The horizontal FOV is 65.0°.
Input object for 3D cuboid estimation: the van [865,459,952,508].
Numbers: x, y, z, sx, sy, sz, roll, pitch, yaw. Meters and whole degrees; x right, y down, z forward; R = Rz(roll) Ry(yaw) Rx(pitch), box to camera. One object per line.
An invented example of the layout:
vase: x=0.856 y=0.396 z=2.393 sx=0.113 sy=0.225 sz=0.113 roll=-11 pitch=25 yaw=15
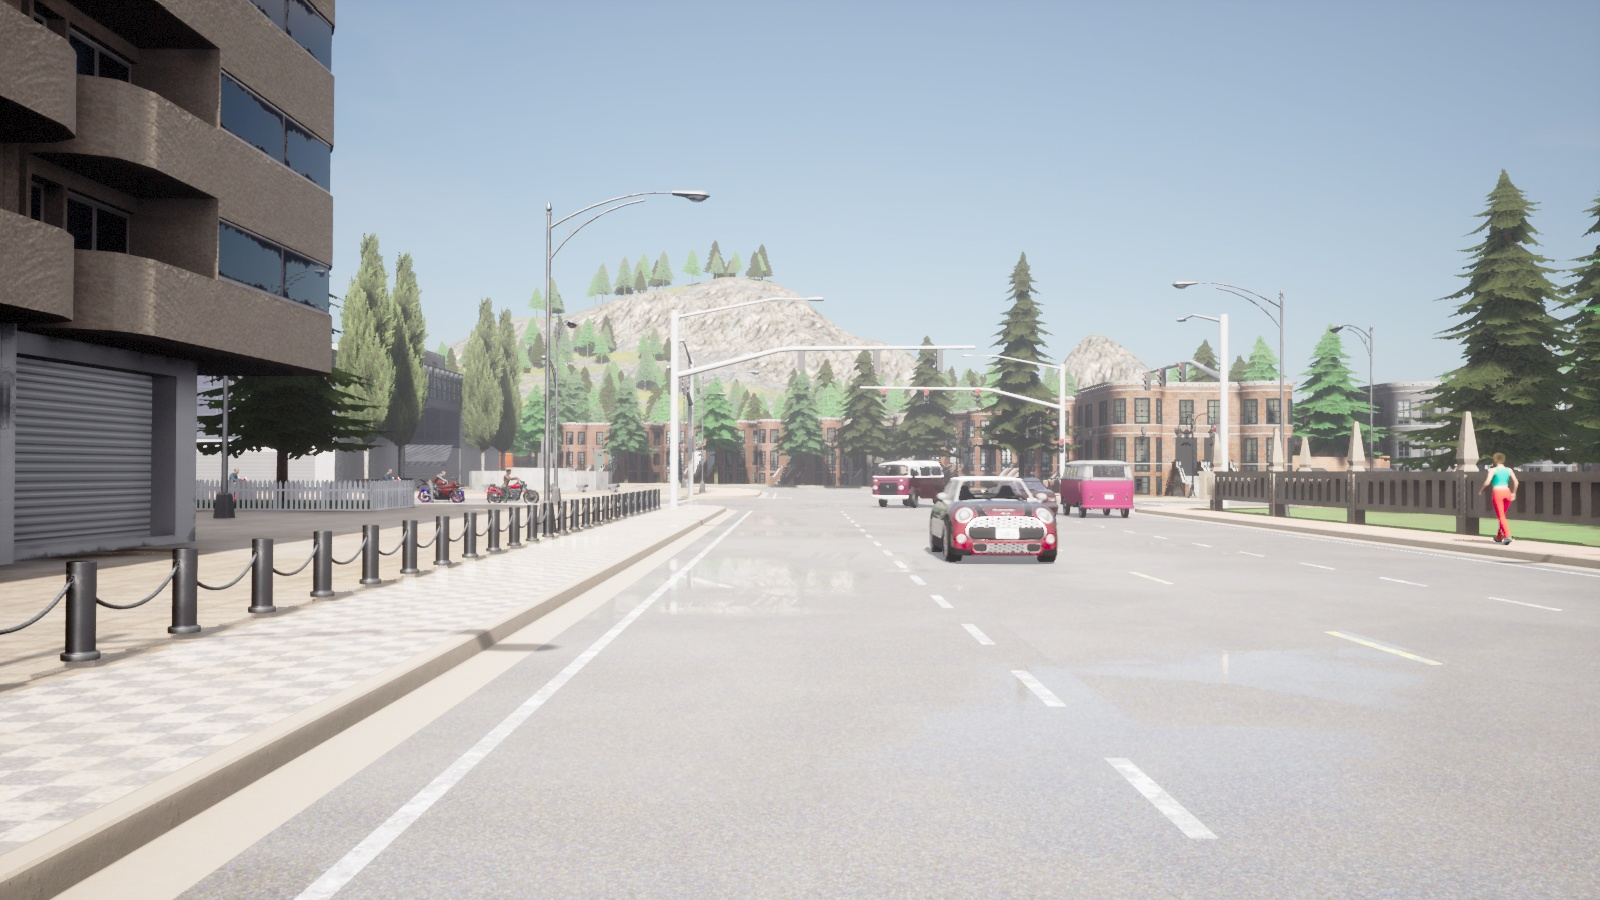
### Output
van: x=4.751 y=1.433 z=54.583 sx=2.069 sy=2.038 sz=4.480 roll=-1 pitch=-1 yaw=29

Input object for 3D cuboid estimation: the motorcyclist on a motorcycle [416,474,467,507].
motorcyclist on a motorcycle: x=-16.851 y=1.906 z=59.067 sx=2.191 sy=1.530 sz=0.866 roll=0 pitch=-1 yaw=0

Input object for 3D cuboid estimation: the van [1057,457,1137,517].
van: x=10.387 y=1.266 z=44.219 sx=1.775 sy=1.987 sz=4.442 roll=0 pitch=-1 yaw=0

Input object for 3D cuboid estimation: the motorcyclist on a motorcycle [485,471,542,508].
motorcyclist on a motorcycle: x=-12.683 y=1.747 z=55.582 sx=2.350 sy=1.649 sz=0.766 roll=0 pitch=-1 yaw=0

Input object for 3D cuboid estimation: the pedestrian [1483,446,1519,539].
pedestrian: x=13.989 y=0.837 z=25.061 sx=0.345 sy=1.836 sz=0.594 roll=0 pitch=-1 yaw=-2

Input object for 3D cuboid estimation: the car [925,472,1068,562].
car: x=3.442 y=1.146 z=22.658 sx=1.970 sy=1.475 sz=3.806 roll=0 pitch=-1 yaw=0

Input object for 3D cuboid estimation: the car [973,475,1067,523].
car: x=6.898 y=1.504 z=39.958 sx=2.033 sy=1.411 sz=5.357 roll=0 pitch=-1 yaw=0
